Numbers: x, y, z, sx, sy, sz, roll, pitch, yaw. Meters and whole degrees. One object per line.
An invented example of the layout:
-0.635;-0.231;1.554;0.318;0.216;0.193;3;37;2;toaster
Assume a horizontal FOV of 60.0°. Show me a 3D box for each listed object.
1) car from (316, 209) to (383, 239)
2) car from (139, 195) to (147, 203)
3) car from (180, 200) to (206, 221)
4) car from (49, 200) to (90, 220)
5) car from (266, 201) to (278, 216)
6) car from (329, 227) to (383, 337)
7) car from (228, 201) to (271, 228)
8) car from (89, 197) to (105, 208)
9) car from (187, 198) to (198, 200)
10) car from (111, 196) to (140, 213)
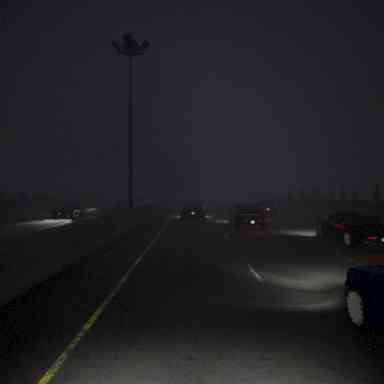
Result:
7.088;1.509;14.617;1.837;1.490;4.892;0;0;0;car
-10.560;1.438;70.112;1.837;1.490;4.892;0;0;0;car
0.077;1.573;27.063;1.994;1.385;4.181;0;0;0;car
-10.619;1.576;28.579;1.994;1.385;4.181;0;0;0;car
7.072;1.574;32.924;1.994;1.385;4.181;0;0;0;car
3.592;1.478;3.820;1.882;1.535;5.008;0;0;0;car
3.582;1.512;22.058;1.837;1.490;4.892;0;0;0;car
-14.111;1.513;48.776;2.128;1.511;4.902;0;0;0;car
0.064;1.519;43.007;2.163;1.488;4.792;0;0;0;car
-7.123;1.491;35.028;1.882;1.535;5.008;0;0;0;car
